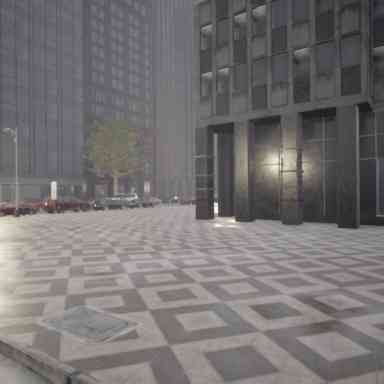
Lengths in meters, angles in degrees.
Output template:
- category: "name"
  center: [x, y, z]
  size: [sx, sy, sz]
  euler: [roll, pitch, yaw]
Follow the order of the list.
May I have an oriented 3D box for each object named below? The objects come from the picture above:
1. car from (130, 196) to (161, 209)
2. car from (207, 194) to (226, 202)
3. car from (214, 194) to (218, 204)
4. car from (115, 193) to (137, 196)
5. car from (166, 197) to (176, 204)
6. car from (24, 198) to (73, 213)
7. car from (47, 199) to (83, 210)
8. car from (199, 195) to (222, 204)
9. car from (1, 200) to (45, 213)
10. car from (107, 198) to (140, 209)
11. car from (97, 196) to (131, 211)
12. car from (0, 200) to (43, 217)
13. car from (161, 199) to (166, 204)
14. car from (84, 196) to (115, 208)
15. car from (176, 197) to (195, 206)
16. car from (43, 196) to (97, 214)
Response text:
- category: "car"
  center: [-6.523, 1.508, 43.836]
  size: [1.947, 1.339, 4.313]
  euler: [-1, 0, 35]
- category: "car"
  center: [5.705, 1.296, 76.524]
  size: [2.192, 1.841, 5.009]
  euler: [-1, 0, 35]
- category: "car"
  center: [3.093, 1.222, 57.754]
  size: [2.192, 1.841, 5.009]
  euler: [-1, 0, 35]
- category: "car"
  center: [-10.207, 1.228, 48.647]
  size: [2.150, 2.045, 5.566]
  euler: [-1, 0, 34]
- category: "car"
  center: [-3.913, 1.574, 62.606]
  size: [1.947, 1.339, 4.313]
  euler: [-1, 0, 35]
- category: "car"
  center: [-16.797, 1.516, 39.121]
  size: [1.882, 1.535, 5.008]
  euler: [-1, 0, 35]
- category: "car"
  center: [-16.739, 1.641, 44.049]
  size: [1.802, 1.307, 4.206]
  euler: [-1, 0, 35]
- category: "car"
  center: [3.499, 1.421, 62.869]
  size: [2.128, 1.511, 4.902]
  euler: [-1, 0, 35]
- category: "car"
  center: [-19.945, 1.641, 39.410]
  size: [1.947, 1.339, 4.313]
  euler: [-1, 0, 35]
- category: "car"
  center: [-9.113, 1.539, 44.610]
  size: [1.994, 1.385, 4.181]
  euler: [-1, 0, 35]
- category: "car"
  center: [-9.729, 1.524, 39.199]
  size: [1.947, 1.339, 4.313]
  euler: [-1, 0, 35]
- category: "car"
  center: [-16.141, 1.576, 29.921]
  size: [1.802, 1.307, 4.206]
  euler: [-1, 0, 35]
- category: "car"
  center: [-7.217, 1.544, 57.826]
  size: [1.752, 1.417, 4.829]
  euler: [-1, 0, 35]
- category: "car"
  center: [-13.534, 1.483, 48.688]
  size: [1.967, 1.590, 4.097]
  euler: [-1, 0, 35]
- category: "car"
  center: [-0.111, 1.462, 53.114]
  size: [1.887, 1.381, 4.507]
  euler: [-1, 0, 35]
- category: "car"
  center: [-12.937, 1.289, 34.561]
  size: [2.192, 1.841, 5.009]
  euler: [-1, 0, 35]
